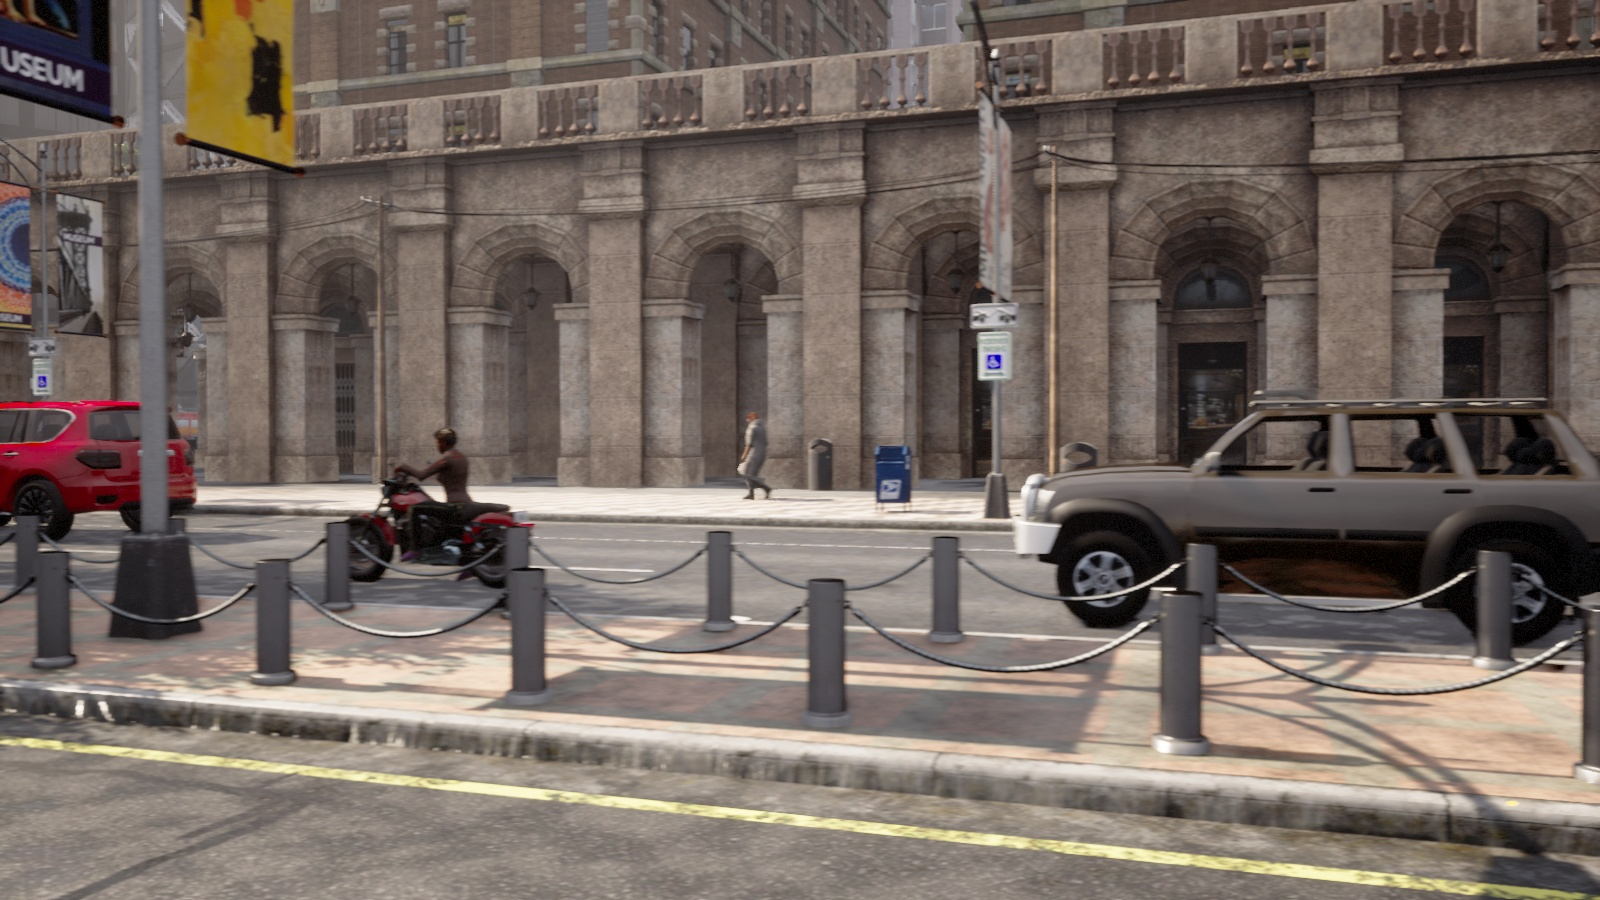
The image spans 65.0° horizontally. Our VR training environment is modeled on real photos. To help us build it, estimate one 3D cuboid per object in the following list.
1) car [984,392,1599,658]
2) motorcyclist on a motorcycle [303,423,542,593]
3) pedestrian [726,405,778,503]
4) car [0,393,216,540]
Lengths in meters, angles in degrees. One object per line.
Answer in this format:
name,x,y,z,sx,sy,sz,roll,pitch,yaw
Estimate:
car,3.975,0.493,10.294,4.605,1.855,1.932,1,1,18
motorcyclist on a motorcycle,-3.890,0.555,12.941,2.350,1.649,0.766,0,1,19
pedestrian,-0.967,0.071,25.512,0.873,1.952,0.659,1,1,19
car,-12.069,0.190,19.383,5.566,2.045,2.150,1,1,18
